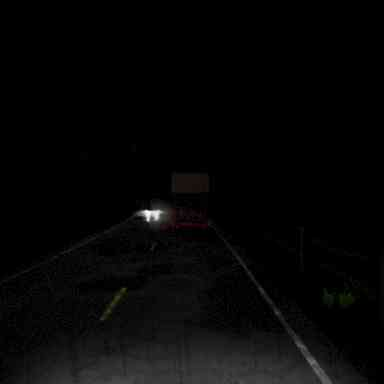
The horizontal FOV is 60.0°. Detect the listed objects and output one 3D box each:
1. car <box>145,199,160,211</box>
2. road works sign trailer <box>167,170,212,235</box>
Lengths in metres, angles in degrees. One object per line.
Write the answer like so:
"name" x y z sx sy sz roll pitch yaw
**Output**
"car" -5.260 1.643 44.463 2.128 1.511 4.902 0 0 -6
"road works sign trailer" -0.105 0.531 19.512 2.380 3.560 2.880 0 0 -3
